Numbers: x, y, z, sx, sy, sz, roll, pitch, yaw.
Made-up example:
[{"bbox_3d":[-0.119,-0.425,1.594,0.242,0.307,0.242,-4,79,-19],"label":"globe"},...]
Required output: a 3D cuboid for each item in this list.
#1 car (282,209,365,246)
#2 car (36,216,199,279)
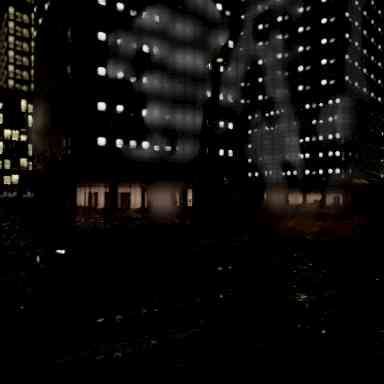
[{"bbox_3d":[6.513,1.623,16.311,5.008,1.535,1.882,1,0,-36],"label":"car"},{"bbox_3d":[-2.053,1.529,10.205,4.902,1.511,2.128,1,0,-35],"label":"car"}]
